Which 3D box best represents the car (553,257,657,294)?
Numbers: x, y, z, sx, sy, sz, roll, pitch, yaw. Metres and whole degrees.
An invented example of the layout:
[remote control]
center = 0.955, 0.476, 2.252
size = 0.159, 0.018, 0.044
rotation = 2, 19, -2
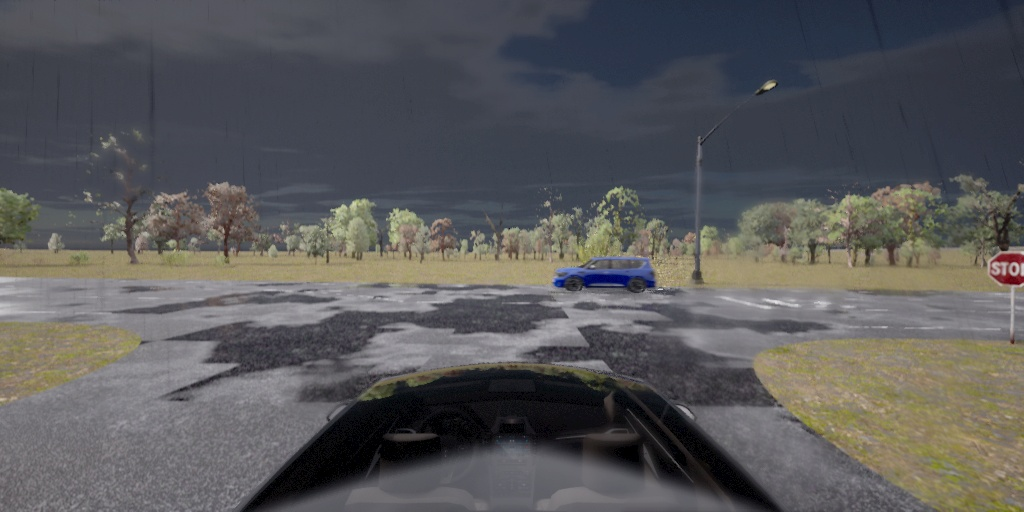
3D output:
[car]
center = 5.096, 1.054, 19.919
size = 5.566, 2.045, 2.150
rotation = 1, 1, 2
